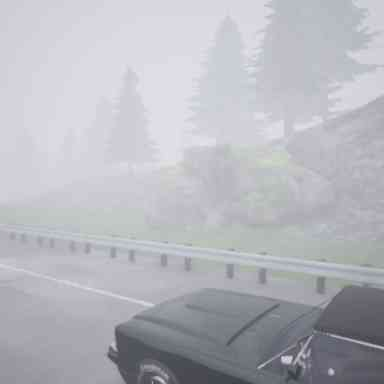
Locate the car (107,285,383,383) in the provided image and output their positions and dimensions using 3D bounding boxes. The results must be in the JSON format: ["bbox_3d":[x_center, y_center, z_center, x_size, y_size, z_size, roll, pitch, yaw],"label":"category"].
[{"bbox_3d":[1.422,1.601,2.978,4.718,1.301,1.895,0,0,35],"label":"car"}]
